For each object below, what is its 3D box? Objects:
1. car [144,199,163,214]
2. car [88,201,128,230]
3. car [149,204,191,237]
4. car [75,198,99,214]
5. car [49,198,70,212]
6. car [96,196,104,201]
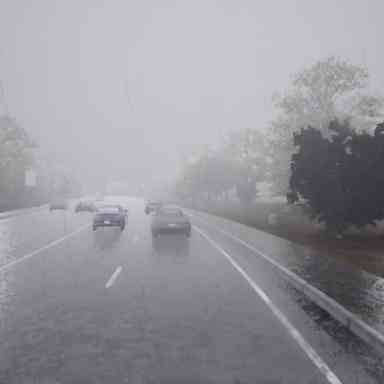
[{"bbox_3d":[-4.028,1.506,35.377,2.128,1.511,4.902,0,0,-11],"label":"car"},{"bbox_3d":[-5.081,1.539,21.022,1.812,1.442,4.674,0,0,-8],"label":"car"},{"bbox_3d":[-1.205,1.570,18.125,1.994,1.385,4.181,0,0,-7],"label":"car"},{"bbox_3d":[-11.471,1.625,35.978,1.895,1.301,4.718,0,0,-12],"label":"car"},{"bbox_3d":[-15.966,1.535,40.208,1.837,1.490,4.892,0,0,-12],"label":"car"},{"bbox_3d":[-20.848,1.569,75.455,2.033,1.411,5.357,0,0,-14],"label":"car"}]
